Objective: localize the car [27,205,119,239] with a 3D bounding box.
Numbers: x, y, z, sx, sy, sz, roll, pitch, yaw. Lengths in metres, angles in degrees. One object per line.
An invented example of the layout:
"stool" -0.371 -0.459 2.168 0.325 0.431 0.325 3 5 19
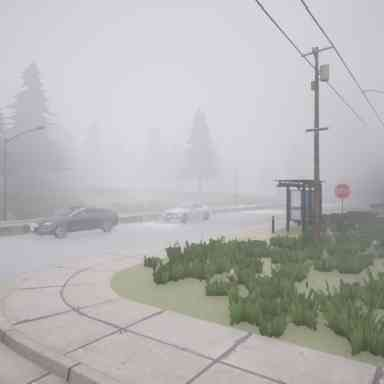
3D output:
"car" -6.150 1.492 17.760 2.128 1.511 4.902 0 0 36

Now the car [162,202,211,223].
"car" -0.305 1.526 25.833 1.812 1.442 4.674 0 0 36
